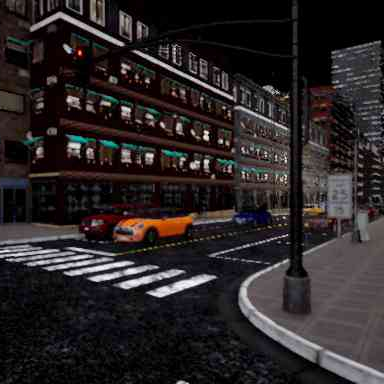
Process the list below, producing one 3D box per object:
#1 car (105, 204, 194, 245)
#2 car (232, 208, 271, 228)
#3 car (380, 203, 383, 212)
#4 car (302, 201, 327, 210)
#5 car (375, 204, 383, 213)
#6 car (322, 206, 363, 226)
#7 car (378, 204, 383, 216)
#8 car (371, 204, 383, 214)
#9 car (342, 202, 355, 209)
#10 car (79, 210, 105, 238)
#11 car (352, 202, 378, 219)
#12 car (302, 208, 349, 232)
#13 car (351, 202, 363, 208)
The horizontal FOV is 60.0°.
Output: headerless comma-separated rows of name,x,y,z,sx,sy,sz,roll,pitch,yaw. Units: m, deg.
car,-1.889,1.617,17.325,2.097,1.767,4.553,0,-1,36
car,4.934,2.006,26.959,1.812,1.442,4.674,0,-1,35
car,35.654,2.827,60.874,1.752,1.417,4.829,-2,-2,35
car,14.543,2.264,40.657,1.882,1.535,5.008,0,-1,35
car,32.297,2.737,56.077,1.887,1.381,4.507,-2,-2,35
car,12.746,2.115,28.136,2.008,1.369,4.403,-2,-2,35
car,22.620,2.406,42.246,1.752,1.417,4.829,-2,-2,35
car,29.136,2.616,51.559,1.752,1.417,4.829,-2,-2,35
car,35.199,2.973,74.785,1.967,1.590,4.097,-1,-2,35
car,-3.905,1.590,18.906,2.192,1.841,5.009,-1,-2,35
car,19.262,2.213,37.451,1.967,1.590,4.097,-2,-2,35
car,9.488,2.042,23.477,1.802,1.307,4.206,-2,-2,35
car,41.717,3.312,84.096,1.947,1.339,4.313,-1,-2,35
